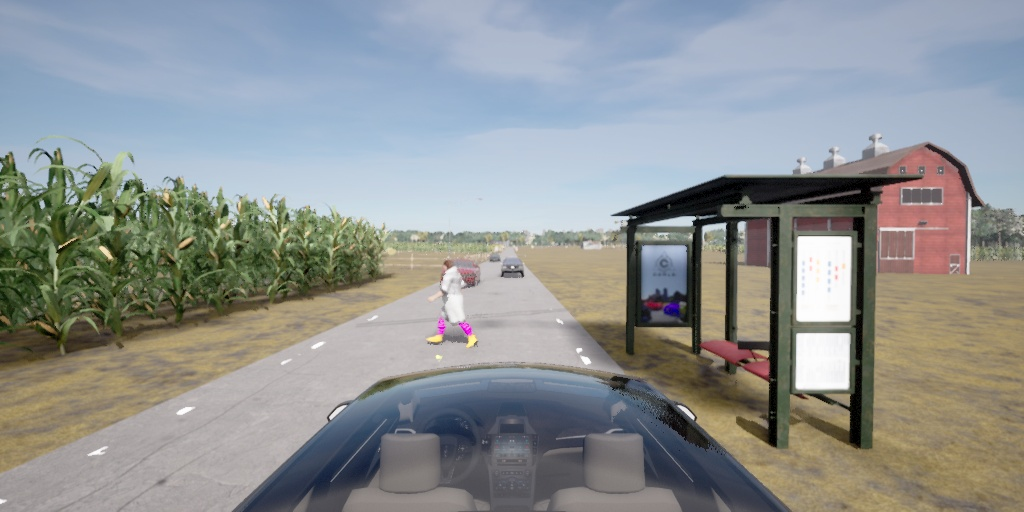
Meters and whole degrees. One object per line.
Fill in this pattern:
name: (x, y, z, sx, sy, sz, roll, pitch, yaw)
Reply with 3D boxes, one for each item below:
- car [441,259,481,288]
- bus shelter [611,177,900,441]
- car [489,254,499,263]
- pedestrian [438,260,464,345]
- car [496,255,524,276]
car: (-2.891, 0.928, 21.060, 1.882, 1.535, 5.008, 0, 1, 0)
bus shelter: (3.117, 0.560, 5.729, 1.920, 2.740, 3.880, 0, 0, 0)
car: (-2.938, 0.306, 62.079, 1.882, 1.535, 5.008, 0, 1, 0)
pedestrian: (-1.259, 0.951, 7.464, 0.375, 1.860, 0.375, 0, 1, 0)
car: (0.036, 0.863, 29.501, 2.033, 1.411, 5.357, -1, 1, 0)
